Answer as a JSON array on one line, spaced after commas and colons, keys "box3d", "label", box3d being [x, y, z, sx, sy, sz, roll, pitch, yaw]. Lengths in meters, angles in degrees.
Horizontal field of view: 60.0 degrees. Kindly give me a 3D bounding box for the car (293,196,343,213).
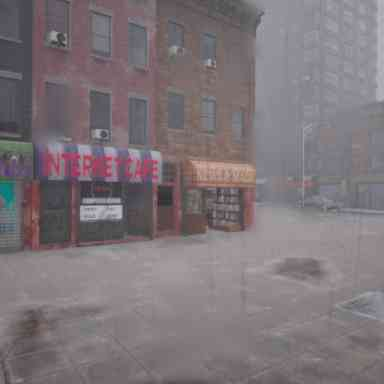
[{"box3d": [12.217, 1.165, 32.540, 2.128, 1.511, 4.902, 1, 1, -35], "label": "car"}]
